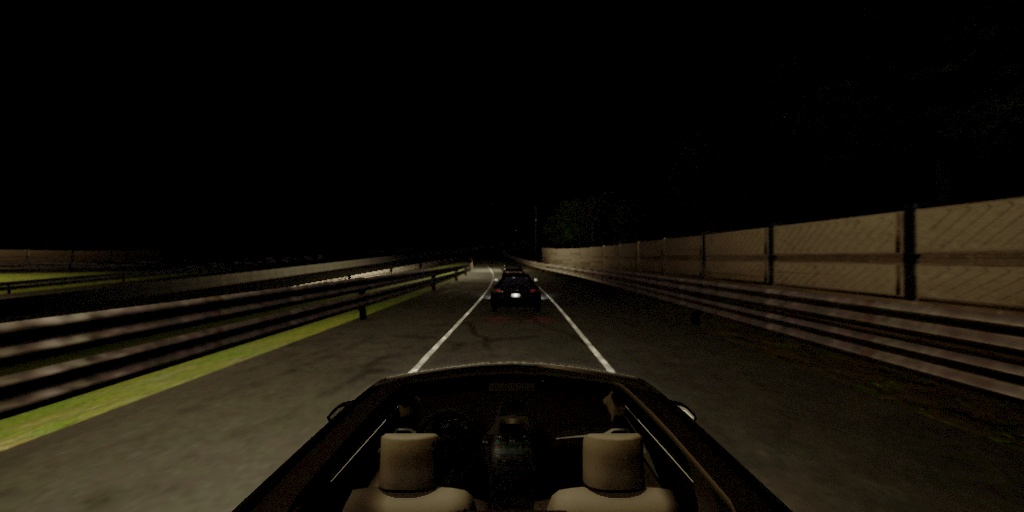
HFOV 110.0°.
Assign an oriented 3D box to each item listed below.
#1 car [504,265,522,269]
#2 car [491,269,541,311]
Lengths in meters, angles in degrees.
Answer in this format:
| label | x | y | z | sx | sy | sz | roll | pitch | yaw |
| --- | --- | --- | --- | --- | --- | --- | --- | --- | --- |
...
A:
| label | x | y | z | sx | sy | sz | roll | pitch | yaw |
| --- | --- | --- | --- | --- | --- | --- | --- | --- | --- |
| car | 0.054 | 1.485 | 30.341 | 2.128 | 1.511 | 4.902 | 0 | 0 | -1 |
| car | 0.178 | 1.431 | 15.254 | 1.994 | 1.385 | 4.181 | 0 | 0 | 1 |
